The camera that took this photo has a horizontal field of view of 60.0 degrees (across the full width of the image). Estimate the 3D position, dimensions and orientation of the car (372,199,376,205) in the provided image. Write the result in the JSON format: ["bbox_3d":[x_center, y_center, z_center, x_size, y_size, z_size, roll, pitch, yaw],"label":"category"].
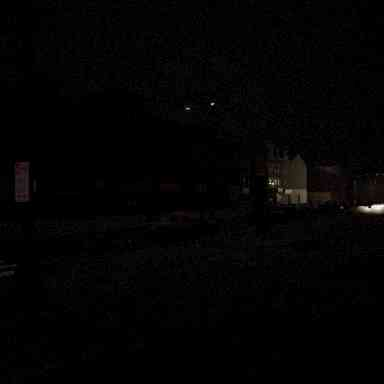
[{"bbox_3d":[35.242,2.209,67.262,1.887,1.381,4.507,-1,-2,35],"label":"car"}]

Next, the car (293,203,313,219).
[{"bbox_3d":[9.244,1.741,30.526,2.008,1.369,4.403,-1,-1,35],"label":"car"}]

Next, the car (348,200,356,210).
[{"bbox_3d":[22.243,1.950,48.895,2.008,1.369,4.403,-1,-1,35],"label":"car"}]

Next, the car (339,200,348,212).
[{"bbox_3d":[18.992,1.782,44.304,1.967,1.590,4.097,-1,-1,35],"label":"car"}]

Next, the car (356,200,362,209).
[{"bbox_3d":[25.493,2.011,53.486,2.008,1.369,4.403,-1,-1,35],"label":"car"}]

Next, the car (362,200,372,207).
[{"bbox_3d":[31.993,2.144,62.671,2.008,1.369,4.403,-1,-1,35],"label":"car"}]

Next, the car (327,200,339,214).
[{"bbox_3d":[15.744,1.832,39.710,1.887,1.381,4.507,-1,-1,35],"label":"car"}]

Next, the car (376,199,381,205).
[{"bbox_3d":[44.990,2.458,81.036,2.008,1.369,4.403,-2,-2,35],"label":"car"}]

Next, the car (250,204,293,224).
[{"bbox_3d":[5.995,1.713,25.934,1.947,1.339,4.313,-1,-1,35],"label":"car"}]

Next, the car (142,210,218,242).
[{"bbox_3d":[-0.407,1.597,16.889,1.752,1.417,4.829,-1,-1,35],"label":"car"}]

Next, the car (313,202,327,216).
[{"bbox_3d":[12.494,1.819,35.118,1.802,1.307,4.206,-1,-1,35],"label":"car"}]
